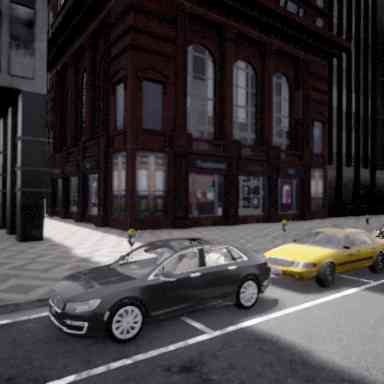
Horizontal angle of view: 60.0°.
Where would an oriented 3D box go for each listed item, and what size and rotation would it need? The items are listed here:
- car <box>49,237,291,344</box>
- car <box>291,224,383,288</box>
[{"bbox_3d":[-0.364,1.605,6.414,4.403,1.369,2.008,1,0,-36],"label":"car"},{"bbox_3d":[4.049,1.641,9.639,4.829,1.417,1.752,1,0,-36],"label":"car"}]
